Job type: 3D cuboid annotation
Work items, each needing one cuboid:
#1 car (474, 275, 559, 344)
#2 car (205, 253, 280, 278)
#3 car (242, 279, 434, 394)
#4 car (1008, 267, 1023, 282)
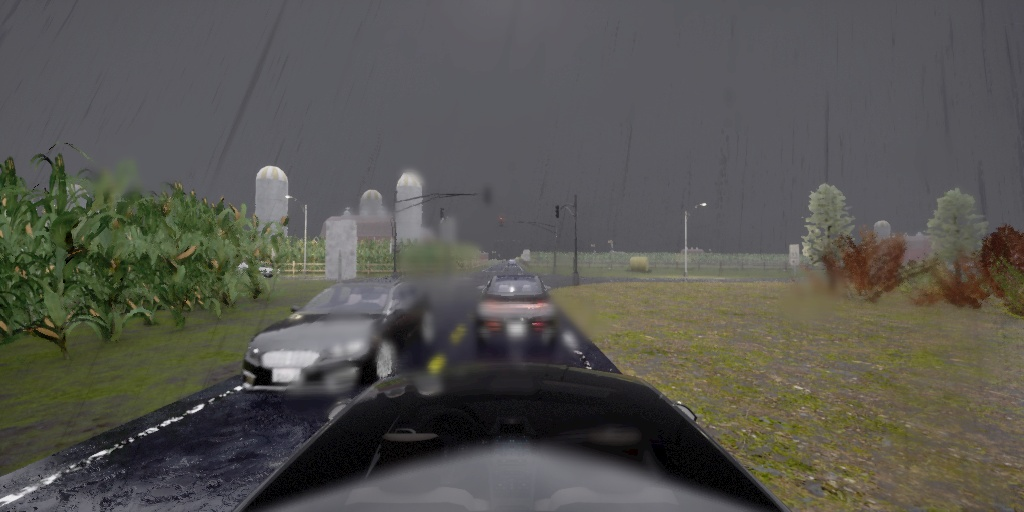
[{"bbox_3d":[0.101,1.245,9.623,2.128,1.511,4.902,0,0,0],"label":"car"},{"bbox_3d":[-21.822,0.774,28.667,5.566,2.045,2.150,0,-1,-3],"label":"car"},{"bbox_3d":[-2.832,1.244,6.979,2.128,1.511,4.902,0,0,0],"label":"car"},{"bbox_3d":[48.666,1.720,33.478,4.674,1.442,1.812,1,-1,-5],"label":"car"}]
